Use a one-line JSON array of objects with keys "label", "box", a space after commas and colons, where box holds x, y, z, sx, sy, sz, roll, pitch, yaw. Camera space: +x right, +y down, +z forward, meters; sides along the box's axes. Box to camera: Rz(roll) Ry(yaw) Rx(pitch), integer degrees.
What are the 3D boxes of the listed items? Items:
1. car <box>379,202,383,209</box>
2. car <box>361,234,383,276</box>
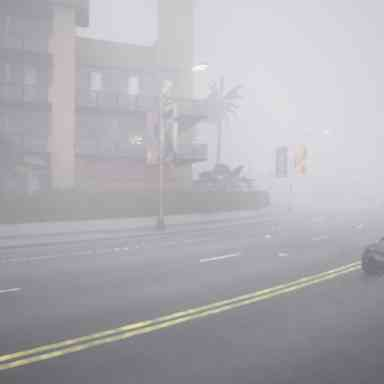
[{"label": "car", "box": [27.161, 1.652, 44.988, 1.994, 1.385, 4.181, 0, 0, 0]}, {"label": "car", "box": [6.457, 1.586, 9.314, 4.181, 1.385, 1.994, 0, 0, -42]}]
